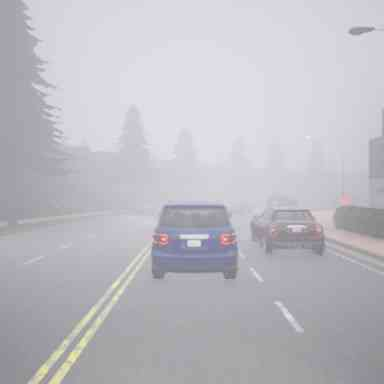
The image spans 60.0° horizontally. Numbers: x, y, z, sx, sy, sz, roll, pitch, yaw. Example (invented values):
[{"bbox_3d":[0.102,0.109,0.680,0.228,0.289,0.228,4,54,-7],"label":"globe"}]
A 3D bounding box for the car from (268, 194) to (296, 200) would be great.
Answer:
[{"bbox_3d":[9.718,1.253,35.559,2.150,2.045,5.566,0,0,32],"label":"car"}]

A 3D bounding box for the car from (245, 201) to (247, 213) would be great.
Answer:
[{"bbox_3d":[4.920,1.576,34.207,2.033,1.411,5.357,0,0,27],"label":"car"}]

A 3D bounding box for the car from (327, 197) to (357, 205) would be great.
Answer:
[{"bbox_3d":[26.802,1.554,58.510,4.892,1.490,1.837,0,0,-21],"label":"car"}]

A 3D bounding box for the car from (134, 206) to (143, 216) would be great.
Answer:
[{"bbox_3d":[-3.585,1.575,32.606,2.033,1.411,5.357,0,0,21],"label":"car"}]

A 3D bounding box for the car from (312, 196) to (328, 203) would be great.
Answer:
[{"bbox_3d":[24.293,1.530,61.274,5.008,1.535,1.882,0,0,-23],"label":"car"}]

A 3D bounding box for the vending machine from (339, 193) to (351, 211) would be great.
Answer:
[{"bbox_3d":[18.351,1.229,39.819,1.100,2.100,0.880,0,0,45],"label":"vending machine"}]

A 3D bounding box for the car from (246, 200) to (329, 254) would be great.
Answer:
[{"bbox_3d":[3.700,1.363,13.636,2.097,1.767,4.553,0,0,2],"label":"car"}]

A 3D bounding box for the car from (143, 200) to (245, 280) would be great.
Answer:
[{"bbox_3d":[0.084,1.233,10.142,2.150,2.045,5.566,0,0,1],"label":"car"}]

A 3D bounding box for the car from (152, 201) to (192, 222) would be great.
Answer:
[{"bbox_3d":[-1.534,1.549,27.434,1.812,1.442,4.674,0,0,17],"label":"car"}]
